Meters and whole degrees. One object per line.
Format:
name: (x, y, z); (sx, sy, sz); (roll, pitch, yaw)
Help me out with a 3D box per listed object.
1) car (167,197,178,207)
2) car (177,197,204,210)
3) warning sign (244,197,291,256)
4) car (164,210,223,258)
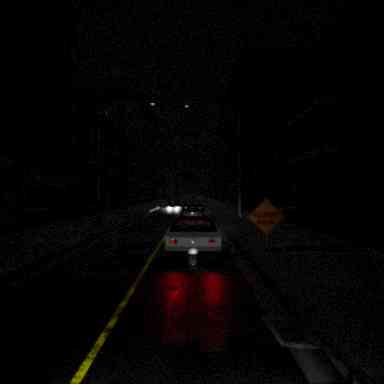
car: (-2.842, 1.495, 51.631); (2.128, 1.511, 4.902); (0, 0, 0)
car: (0.063, 1.486, 29.239); (2.128, 1.511, 4.902); (0, 0, 0)
warning sign: (2.507, 1.113, 11.207); (1.300, 1.860, 1.060); (0, 0, 0)
car: (0.059, 1.598, 12.773); (1.895, 1.301, 4.718); (0, 0, 0)
